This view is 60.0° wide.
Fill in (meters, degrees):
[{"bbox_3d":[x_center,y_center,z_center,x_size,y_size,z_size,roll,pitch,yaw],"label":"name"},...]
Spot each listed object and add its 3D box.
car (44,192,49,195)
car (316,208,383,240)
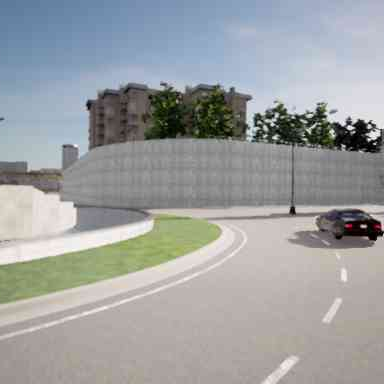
[{"bbox_3d":[-35.888,0.746,81.284,1.837,1.490,4.892,0,0,-24],"label":"car"},{"bbox_3d":[7.827,1.536,16.947,2.033,1.411,5.357,1,0,8],"label":"car"}]
